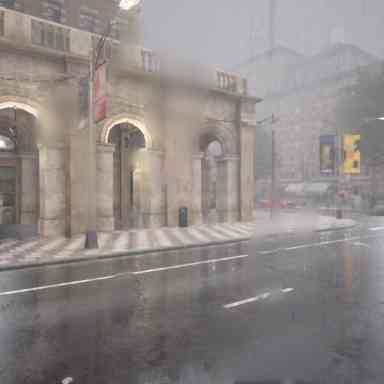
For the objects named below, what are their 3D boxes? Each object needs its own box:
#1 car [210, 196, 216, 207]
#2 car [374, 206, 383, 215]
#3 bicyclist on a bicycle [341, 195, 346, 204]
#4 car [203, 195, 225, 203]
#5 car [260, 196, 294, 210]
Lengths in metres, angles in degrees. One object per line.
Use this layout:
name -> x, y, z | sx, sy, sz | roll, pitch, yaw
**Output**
car -> 1.428, 1.595, 46.360 | 1.895, 1.301, 4.718 | 0, 0, -36
car -> 20.240, 1.601, 31.713 | 1.895, 1.301, 4.718 | 0, 0, -36
bicyclist on a bicycle -> 26.016, 1.300, 56.959 | 1.656, 1.620, 0.582 | 0, 0, -36
car -> 4.709, 1.518, 72.949 | 2.128, 1.511, 4.902 | 0, 0, -36
car -> 11.227, 1.354, 44.166 | 2.097, 1.767, 4.553 | 0, 0, -36
